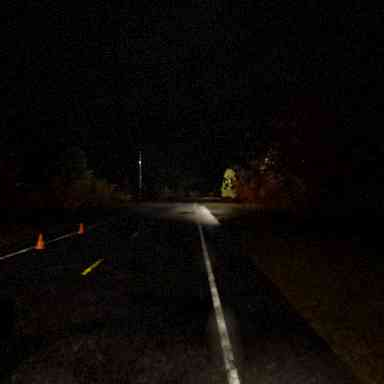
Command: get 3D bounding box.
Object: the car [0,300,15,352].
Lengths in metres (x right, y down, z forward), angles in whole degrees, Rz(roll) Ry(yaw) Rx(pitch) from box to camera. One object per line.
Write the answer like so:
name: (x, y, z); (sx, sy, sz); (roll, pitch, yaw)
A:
car: (-3.201, 1.604, 2.018); (1.895, 1.301, 4.718); (0, 0, 0)

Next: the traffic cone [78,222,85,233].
traffic cone: (-6.139, 1.975, 18.512); (0.340, 0.580, 0.340); (0, 0, 0)

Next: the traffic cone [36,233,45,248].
traffic cone: (-6.143, 1.970, 13.512); (0.340, 0.580, 0.340); (0, 0, 0)
